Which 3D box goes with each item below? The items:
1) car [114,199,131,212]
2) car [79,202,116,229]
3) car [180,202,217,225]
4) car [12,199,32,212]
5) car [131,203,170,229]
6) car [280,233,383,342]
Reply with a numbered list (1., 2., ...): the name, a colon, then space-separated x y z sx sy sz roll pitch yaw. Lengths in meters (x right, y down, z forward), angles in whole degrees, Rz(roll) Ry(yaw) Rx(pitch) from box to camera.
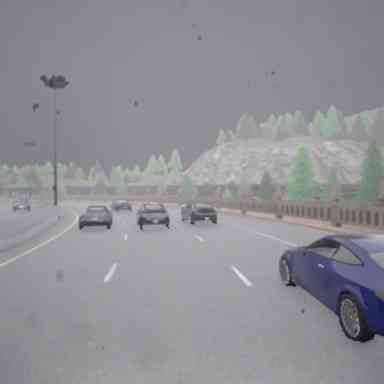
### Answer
1. car: -8.454 1.552 39.547 1.812 1.442 4.674 0 0 -23
2. car: -6.266 1.581 21.925 1.994 1.385 4.181 0 0 -13
3. car: 0.417 1.479 24.044 1.837 1.490 4.892 0 0 -13
4. car: -20.810 1.621 40.765 2.128 1.511 4.902 0 0 -27
5. car: -2.608 1.486 21.572 2.128 1.511 4.902 0 0 -12
6. car: 3.183 1.503 6.336 1.812 1.442 4.674 0 0 -4
